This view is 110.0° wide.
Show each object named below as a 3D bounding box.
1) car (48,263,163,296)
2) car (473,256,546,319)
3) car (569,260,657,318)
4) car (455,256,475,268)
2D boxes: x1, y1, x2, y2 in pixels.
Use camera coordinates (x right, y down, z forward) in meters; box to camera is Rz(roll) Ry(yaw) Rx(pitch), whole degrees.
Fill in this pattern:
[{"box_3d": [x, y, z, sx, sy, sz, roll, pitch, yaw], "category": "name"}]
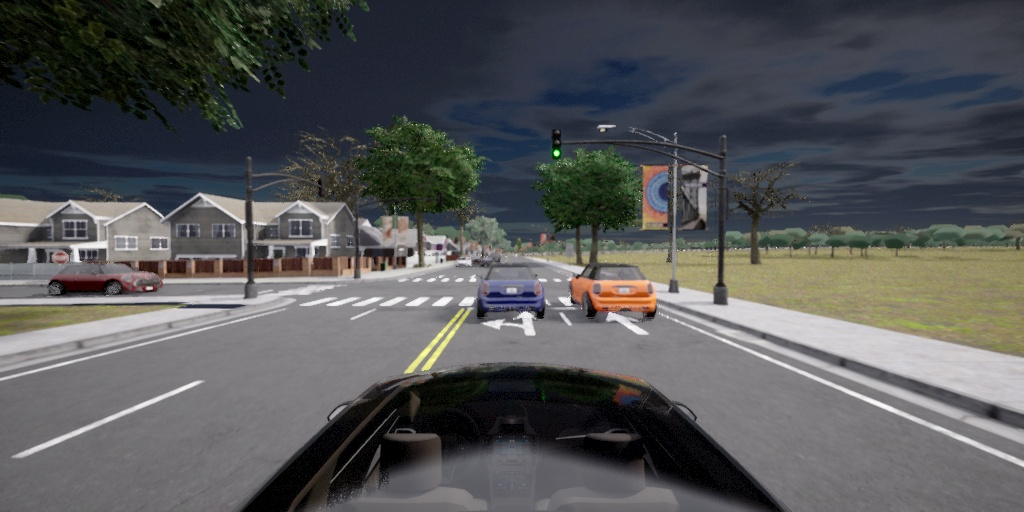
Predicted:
[{"box_3d": [-21.772, 1.180, 19.355, 4.553, 1.767, 2.097, -1, 1, 1], "category": "car"}, {"box_3d": [-0.162, 1.006, 12.608, 2.097, 1.767, 4.553, 0, 1, -4], "category": "car"}, {"box_3d": [3.307, 1.006, 12.621, 2.097, 1.767, 4.553, 0, 1, 1], "category": "car"}, {"box_3d": [-6.565, 0.859, 49.276, 1.812, 1.442, 4.674, 0, 1, 0], "category": "car"}]
